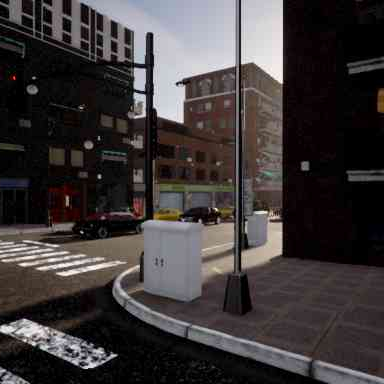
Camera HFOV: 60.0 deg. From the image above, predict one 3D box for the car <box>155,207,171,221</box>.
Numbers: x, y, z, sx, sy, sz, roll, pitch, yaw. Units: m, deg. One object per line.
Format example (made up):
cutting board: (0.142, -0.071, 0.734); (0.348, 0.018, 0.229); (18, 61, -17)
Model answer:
car: (-2.339, 1.944, 27.486); (1.752, 1.417, 4.829); (-1, -2, 35)

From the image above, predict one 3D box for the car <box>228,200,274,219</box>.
car: (6.386, 1.866, 35.464); (2.150, 2.045, 5.566); (0, -1, 35)

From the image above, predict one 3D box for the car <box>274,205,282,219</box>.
car: (11.252, 2.221, 36.861); (2.128, 1.511, 4.902); (0, -1, 35)

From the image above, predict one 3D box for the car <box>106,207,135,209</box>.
car: (-5.396, 1.758, 23.094); (1.967, 1.590, 4.097); (-1, -2, 35)

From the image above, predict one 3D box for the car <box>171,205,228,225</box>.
car: (0.714, 1.962, 27.311); (1.837, 1.490, 4.892); (0, -1, 35)

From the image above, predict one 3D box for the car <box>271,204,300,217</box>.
car: (12.502, 2.394, 44.185); (2.033, 1.411, 5.357); (0, -1, 35)

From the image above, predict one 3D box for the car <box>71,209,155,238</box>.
car: (-4.641, 1.881, 19.616); (1.895, 1.301, 4.718); (0, -1, 35)

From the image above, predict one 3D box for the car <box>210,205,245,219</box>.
car: (3.969, 2.153, 36.554); (1.752, 1.417, 4.829); (-1, -2, 35)

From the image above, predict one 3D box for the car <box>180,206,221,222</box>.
car: (0.912, 2.092, 32.159); (1.947, 1.339, 4.313); (-1, -2, 35)
